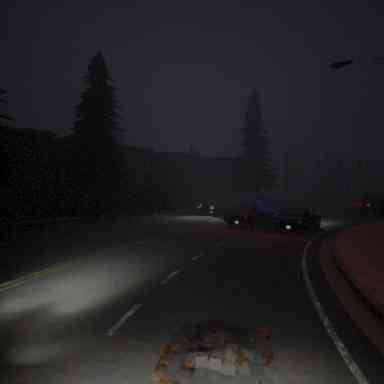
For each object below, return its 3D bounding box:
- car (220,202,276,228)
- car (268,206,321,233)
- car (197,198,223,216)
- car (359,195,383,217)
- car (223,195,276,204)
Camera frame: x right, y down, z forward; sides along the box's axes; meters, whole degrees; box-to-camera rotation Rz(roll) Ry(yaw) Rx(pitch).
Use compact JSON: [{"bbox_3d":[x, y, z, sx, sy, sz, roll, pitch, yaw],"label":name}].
[{"bbox_3d":[4.077,1.641,23.043,1.895,1.301,4.718,0,0,33],"label":"car"},{"bbox_3d":[6.478,1.655,20.232,1.895,1.301,4.718,0,0,32],"label":"car"},{"bbox_3d":[2.589,1.387,32.566,2.097,1.767,4.553,0,0,43],"label":"car"},{"bbox_3d":[18.676,1.364,33.225,5.566,2.045,2.150,0,0,-41],"label":"car"},{"bbox_3d":[5.738,1.276,30.945,2.150,2.045,5.566,0,0,44],"label":"car"}]
